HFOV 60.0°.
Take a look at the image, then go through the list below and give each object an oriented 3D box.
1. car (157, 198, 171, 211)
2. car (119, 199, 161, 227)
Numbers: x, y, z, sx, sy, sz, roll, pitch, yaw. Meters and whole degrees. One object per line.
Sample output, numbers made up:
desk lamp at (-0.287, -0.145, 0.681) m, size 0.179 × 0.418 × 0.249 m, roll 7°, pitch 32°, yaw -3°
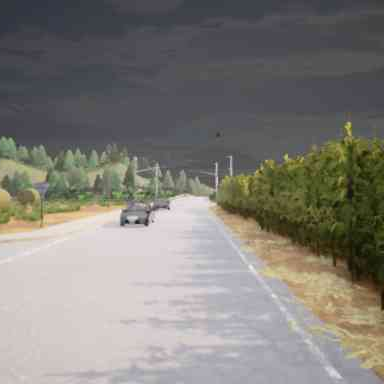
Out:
car at (-3.574, 1.456, 40.345) m, size 1.837 × 1.490 × 4.892 m, roll 0°, pitch 0°, yaw 0°
car at (-3.599, 1.464, 22.461) m, size 2.128 × 1.511 × 4.902 m, roll 0°, pitch 0°, yaw 0°
